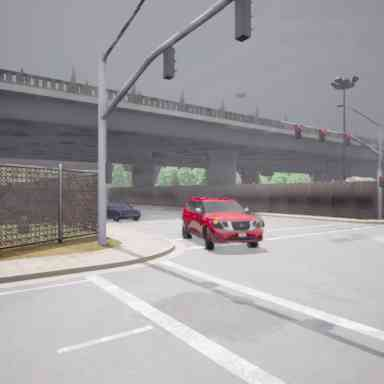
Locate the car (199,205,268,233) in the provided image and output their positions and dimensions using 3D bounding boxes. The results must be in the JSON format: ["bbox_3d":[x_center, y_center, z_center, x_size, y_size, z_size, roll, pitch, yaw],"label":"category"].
[{"bbox_3d":[2.537,1.619,21.049,1.994,1.385,4.181,0,0,-37],"label":"car"}]

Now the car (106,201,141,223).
[{"bbox_3d":[-5.871,1.656,26.625,1.895,1.301,4.718,0,0,-36],"label":"car"}]

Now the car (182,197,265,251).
[{"bbox_3d":[1.098,1.264,14.833,2.150,2.045,5.566,0,-1,-16],"label":"car"}]
